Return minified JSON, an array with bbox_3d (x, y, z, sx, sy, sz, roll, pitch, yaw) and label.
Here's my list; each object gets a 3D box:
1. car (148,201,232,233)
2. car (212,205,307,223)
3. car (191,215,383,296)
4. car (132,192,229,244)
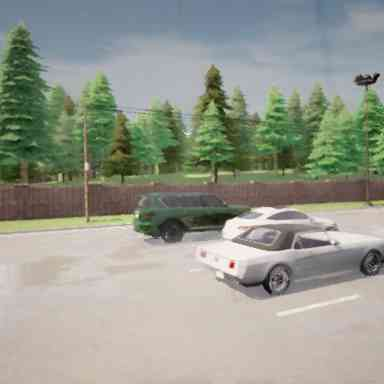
[{"bbox_3d":[-0.108,1.288,18.500,4.181,1.385,1.994,-2,1,-26],"label":"car"},{"bbox_3d":[3.337,1.270,12.406,4.674,1.442,1.812,-2,1,-26],"label":"car"},{"bbox_3d":[2.582,1.426,8.130,4.718,1.301,1.895,-2,1,-26],"label":"car"},{"bbox_3d":[0.153,0.997,14.731,5.566,2.045,2.150,-2,1,-26],"label":"car"}]
